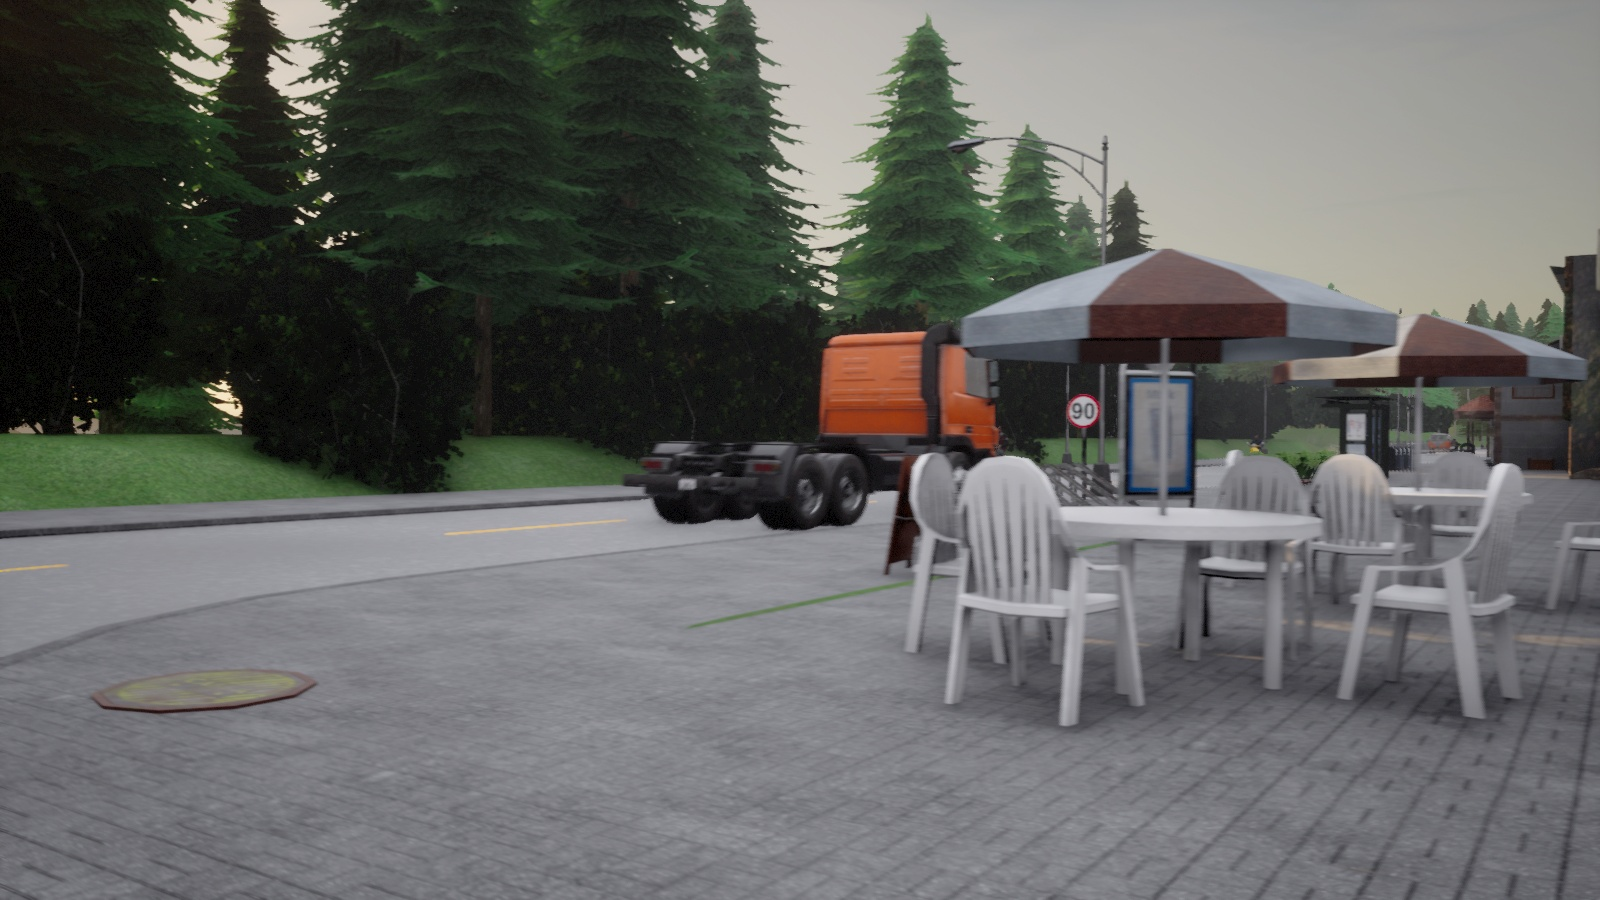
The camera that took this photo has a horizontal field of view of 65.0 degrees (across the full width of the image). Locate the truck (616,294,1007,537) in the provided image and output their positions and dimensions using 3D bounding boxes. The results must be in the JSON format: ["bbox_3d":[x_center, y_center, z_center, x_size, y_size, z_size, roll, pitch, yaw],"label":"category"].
[{"bbox_3d":[0.591,-0.556,21.948,2.891,3.462,7.936,0,1,34],"label":"truck"}]
